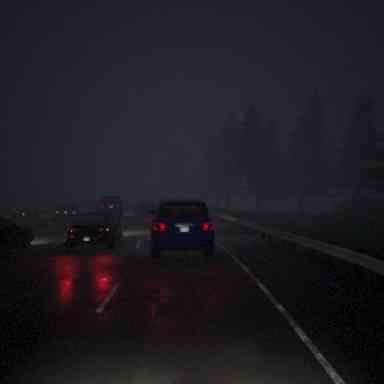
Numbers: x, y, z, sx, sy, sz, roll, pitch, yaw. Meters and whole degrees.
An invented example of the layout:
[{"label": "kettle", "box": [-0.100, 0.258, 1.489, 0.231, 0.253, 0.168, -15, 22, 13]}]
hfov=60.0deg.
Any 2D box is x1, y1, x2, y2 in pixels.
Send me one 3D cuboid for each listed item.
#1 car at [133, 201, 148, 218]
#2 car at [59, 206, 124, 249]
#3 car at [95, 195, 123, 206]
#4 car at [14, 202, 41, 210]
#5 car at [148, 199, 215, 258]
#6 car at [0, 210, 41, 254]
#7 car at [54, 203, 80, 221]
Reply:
[{"label": "car", "box": [-4.439, 1.607, 32.029, 1.837, 1.490, 4.892, 0, 0, -18]}, {"label": "car", "box": [-4.207, 1.572, 14.727, 1.812, 1.442, 4.674, 0, 0, -7]}, {"label": "car", "box": [-7.451, 1.318, 30.013, 2.150, 2.045, 5.566, 0, 0, -17]}, {"label": "car", "box": [-14.798, 1.620, 29.959, 1.812, 1.442, 4.674, 0, 0, -19]}, {"label": "car", "box": [-0.500, 1.265, 13.105, 2.150, 2.045, 5.566, 0, 0, -6]}, {"label": "car", "box": [-7.384, 1.585, 11.724, 2.033, 1.411, 5.357, 0, 0, -6]}, {"label": "car", "box": [-10.532, 1.637, 28.164, 2.033, 1.411, 5.357, 0, 0, -17]}]
